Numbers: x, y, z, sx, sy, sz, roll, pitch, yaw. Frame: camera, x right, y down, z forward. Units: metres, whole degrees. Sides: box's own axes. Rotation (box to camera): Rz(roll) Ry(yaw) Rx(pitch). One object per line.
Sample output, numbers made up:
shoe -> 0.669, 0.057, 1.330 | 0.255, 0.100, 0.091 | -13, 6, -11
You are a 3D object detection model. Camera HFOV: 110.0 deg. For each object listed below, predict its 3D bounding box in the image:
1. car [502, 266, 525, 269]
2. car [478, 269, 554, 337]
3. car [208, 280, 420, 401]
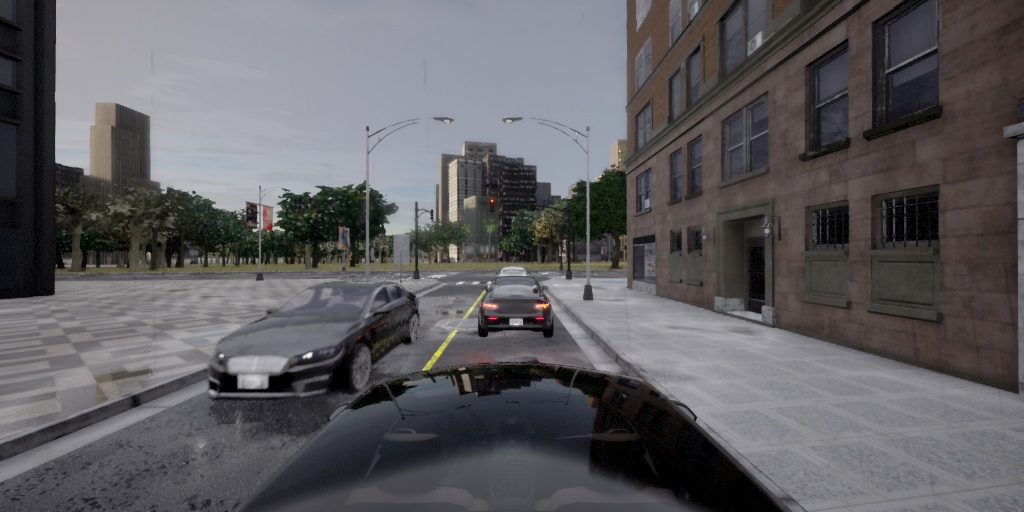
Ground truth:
car -> 0.064, 1.277, 19.208 | 1.812, 1.442, 4.674 | 0, 0, 0
car -> 0.083, 1.276, 10.148 | 1.812, 1.442, 4.674 | 0, 0, 0
car -> -3.103, 1.242, 6.746 | 2.128, 1.511, 4.902 | 0, 0, 0
